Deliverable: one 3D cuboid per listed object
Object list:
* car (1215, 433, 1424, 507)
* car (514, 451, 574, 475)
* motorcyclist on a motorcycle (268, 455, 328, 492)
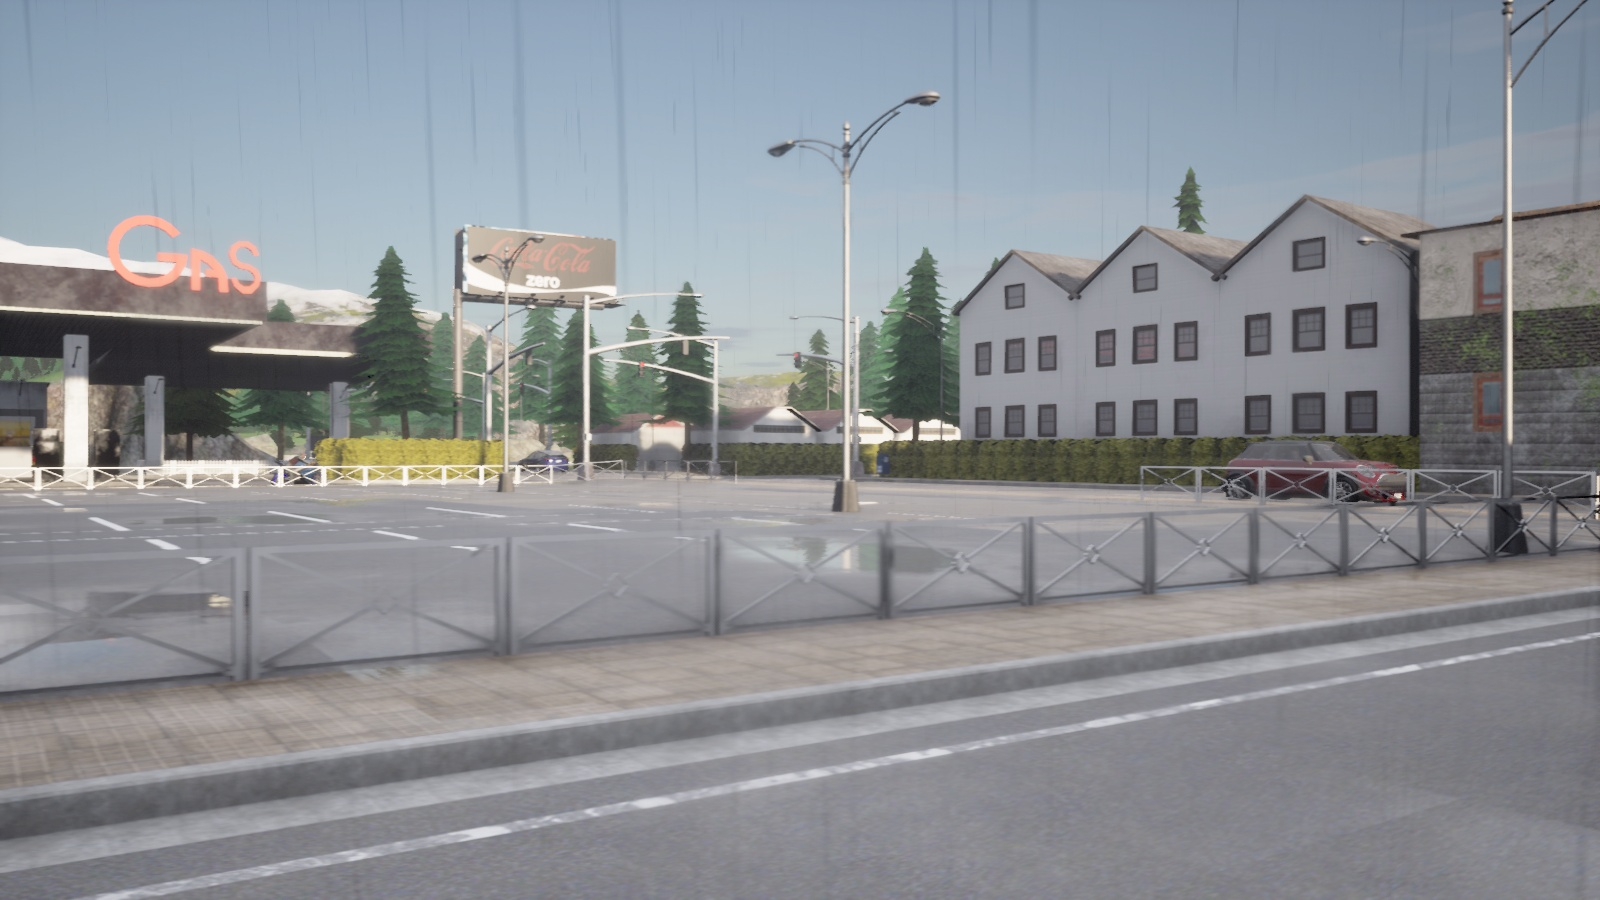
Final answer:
[{"bbox_3d":[13.287,0.478,32.359,2.097,1.767,4.553,0,0,-35],"label":"car"},{"bbox_3d":[-16.714,0.819,81.821,2.163,1.488,4.792,-1,1,-34],"label":"car"},{"bbox_3d":[-21.208,0.970,53.081,2.191,1.530,0.866,0,0,-35],"label":"motorcyclist on a motorcycle"}]
